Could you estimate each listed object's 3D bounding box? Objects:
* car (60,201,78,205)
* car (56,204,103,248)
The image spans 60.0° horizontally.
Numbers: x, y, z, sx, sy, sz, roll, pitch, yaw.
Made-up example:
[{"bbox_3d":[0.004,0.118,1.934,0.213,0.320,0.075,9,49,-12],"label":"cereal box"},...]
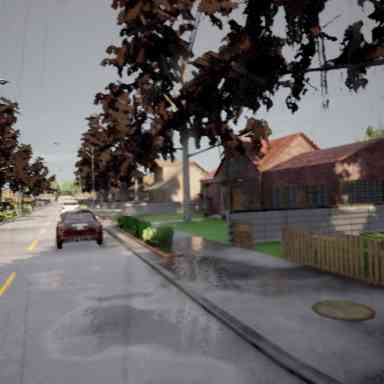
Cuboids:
[{"bbox_3d":[-15.775,2.143,43.114,2.150,2.045,5.566,-2,0,-21],"label":"car"},{"bbox_3d":[-5.914,1.708,17.306,2.097,1.767,4.553,-2,-1,-21],"label":"car"}]
